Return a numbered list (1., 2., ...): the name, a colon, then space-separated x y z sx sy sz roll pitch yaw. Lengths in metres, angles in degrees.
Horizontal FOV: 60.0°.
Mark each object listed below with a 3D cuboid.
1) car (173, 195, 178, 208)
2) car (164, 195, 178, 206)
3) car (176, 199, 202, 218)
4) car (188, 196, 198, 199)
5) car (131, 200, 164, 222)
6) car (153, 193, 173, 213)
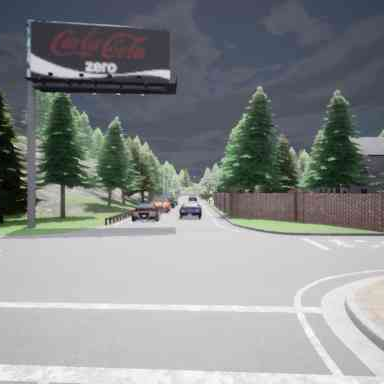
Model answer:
1. car: -3.555 1.223 46.870 2.150 2.045 5.566 0 0 0
2. car: -3.517 1.352 57.222 2.097 1.767 4.553 0 0 0
3. car: -0.054 1.601 29.920 1.895 1.301 4.718 0 0 2
4. car: 0.150 1.505 68.785 1.837 1.490 4.892 0 0 0
5. car: -3.534 1.564 26.104 1.994 1.385 4.181 0 0 -1
6. car: -3.574 1.352 36.883 2.097 1.767 4.553 0 0 0
